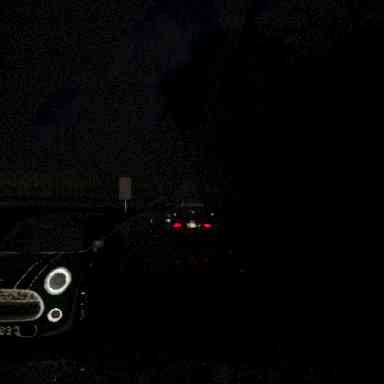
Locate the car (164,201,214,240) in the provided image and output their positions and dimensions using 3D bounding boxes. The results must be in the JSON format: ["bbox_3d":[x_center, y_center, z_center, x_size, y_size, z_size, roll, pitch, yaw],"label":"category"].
[{"bbox_3d":[0.065,1.359,15.845,2.033,1.411,5.357,0,1,1],"label":"car"}]

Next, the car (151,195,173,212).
[{"bbox_3d":[-2.795,1.059,31.886,1.882,1.535,5.008,0,1,0],"label":"car"}]

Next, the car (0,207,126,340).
[{"bbox_3d":[-2.759,1.278,6.766,2.097,1.767,4.553,0,1,0],"label":"car"}]

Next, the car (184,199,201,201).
[{"bbox_3d":[0.016,1.228,28.266,1.895,1.301,4.718,0,1,-2],"label":"car"}]
